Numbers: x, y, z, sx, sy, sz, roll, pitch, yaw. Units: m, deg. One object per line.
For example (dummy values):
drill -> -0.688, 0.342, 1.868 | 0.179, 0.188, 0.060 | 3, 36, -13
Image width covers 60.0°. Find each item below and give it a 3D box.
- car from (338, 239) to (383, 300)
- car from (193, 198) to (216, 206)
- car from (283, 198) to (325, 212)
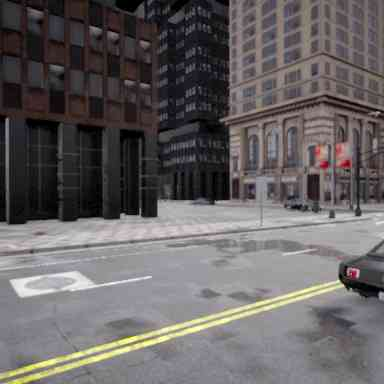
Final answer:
car -> 5.304, 1.595, 7.217 | 4.718, 1.301, 1.895 | 0, 0, -35
car -> 2.031, 1.592, 53.567 | 1.994, 1.385, 4.181 | 0, 0, -35
car -> 12.824, 1.496, 38.258 | 2.128, 1.511, 4.902 | 0, 0, -35
